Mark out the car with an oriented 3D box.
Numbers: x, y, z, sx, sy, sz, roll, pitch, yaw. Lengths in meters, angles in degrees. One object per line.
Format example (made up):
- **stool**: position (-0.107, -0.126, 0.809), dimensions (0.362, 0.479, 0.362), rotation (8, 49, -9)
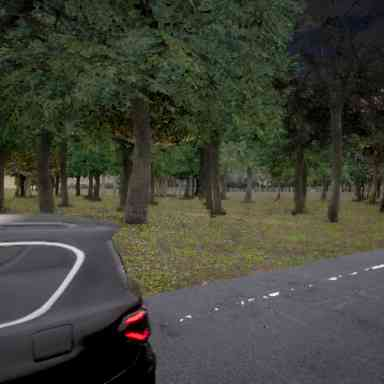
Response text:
- **car**: position (-2.897, 1.221, 1.929), dimensions (5.566, 2.045, 2.150), rotation (0, 0, -35)
